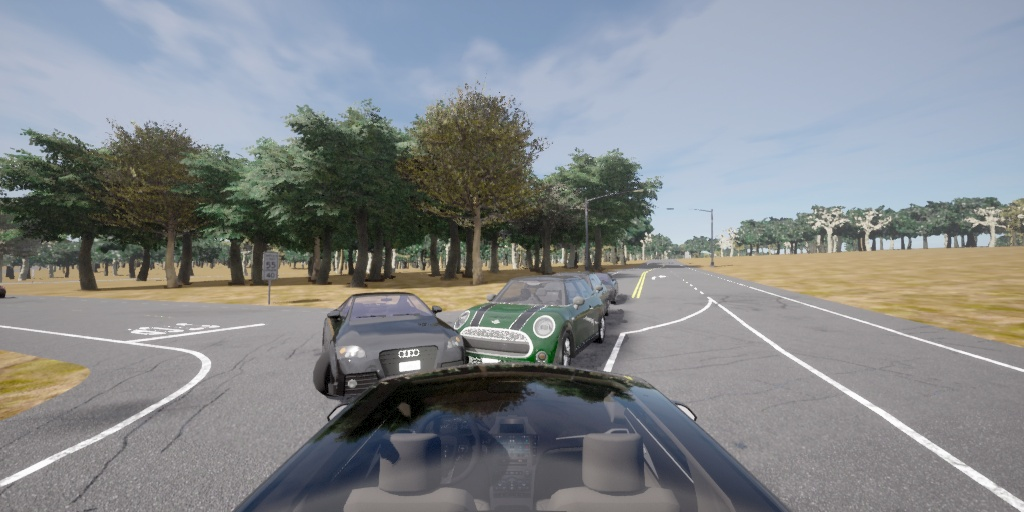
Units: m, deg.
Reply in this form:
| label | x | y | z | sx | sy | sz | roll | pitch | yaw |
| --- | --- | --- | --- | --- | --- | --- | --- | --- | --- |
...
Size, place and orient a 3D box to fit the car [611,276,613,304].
| label | x | y | z | sx | sy | sz | roll | pitch | yaw |
| --- | --- | --- | --- | --- | --- | --- | --- | --- | --- |
| car | 2.022 | 1.344 | 12.151 | 2.097 | 1.767 | 4.553 | -1 | -1 | 21 |

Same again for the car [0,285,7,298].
| label | x | y | z | sx | sy | sz | roll | pitch | yaw |
| --- | --- | --- | --- | --- | --- | --- | --- | --- | --- |
| car | -40.862 | 2.563 | 27.396 | 4.181 | 1.385 | 1.994 | -2 | -3 | 22 |

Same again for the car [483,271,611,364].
| label | x | y | z | sx | sy | sz | roll | pitch | yaw |
| --- | --- | --- | --- | --- | --- | --- | --- | --- | --- |
| car | 0.616 | 1.218 | 7.838 | 2.097 | 1.767 | 4.553 | -1 | -2 | 26 |

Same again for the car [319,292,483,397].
| label | x | y | z | sx | sy | sz | roll | pitch | yaw |
| --- | --- | --- | --- | --- | --- | --- | --- | --- | --- |
| car | -2.355 | 1.376 | 6.633 | 1.994 | 1.385 | 4.181 | 1 | -2 | -29 |

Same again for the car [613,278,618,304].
| label | x | y | z | sx | sy | sz | roll | pitch | yaw |
| --- | --- | --- | --- | --- | --- | --- | --- | --- | --- |
| car | 4.216 | 1.509 | 17.878 | 1.994 | 1.385 | 4.181 | -1 | 0 | 19 |
